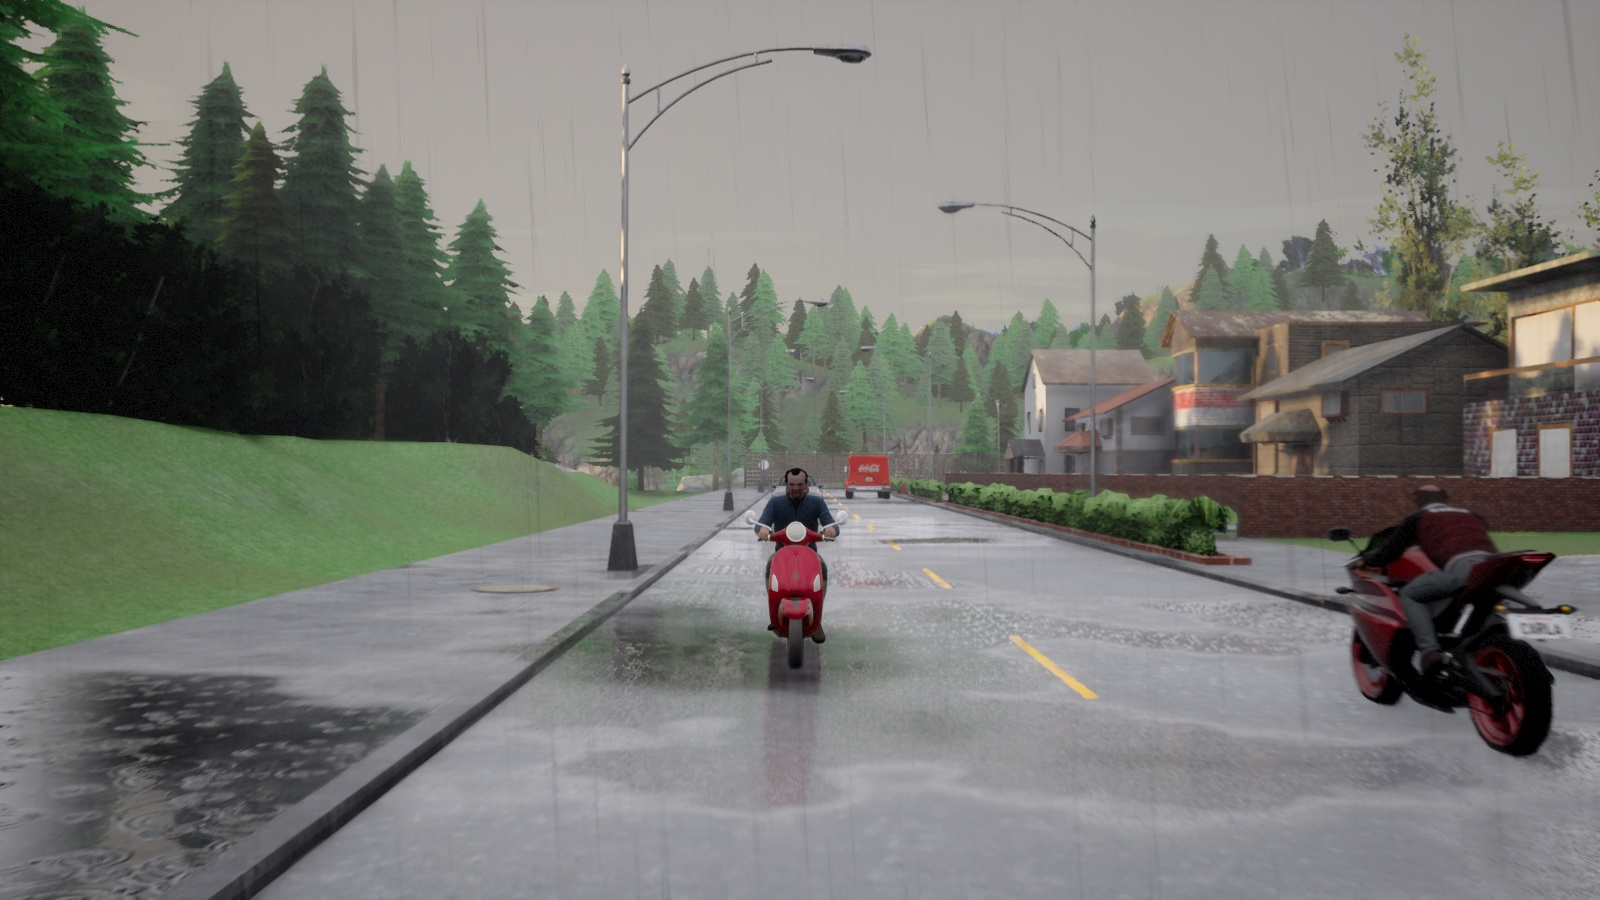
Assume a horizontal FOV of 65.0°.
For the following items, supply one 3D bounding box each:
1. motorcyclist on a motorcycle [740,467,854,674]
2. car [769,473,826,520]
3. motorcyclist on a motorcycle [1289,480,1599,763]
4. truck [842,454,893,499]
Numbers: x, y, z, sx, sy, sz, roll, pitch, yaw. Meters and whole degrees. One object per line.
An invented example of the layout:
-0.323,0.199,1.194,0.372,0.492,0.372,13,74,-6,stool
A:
-0.026,0.946,10.593,0.866,1.590,1.817,0,-1,0,motorcyclist on a motorcycle
-0.084,1.542,42.629,1.816,1.474,4.193,0,-1,0,car
3.981,0.967,7.986,0.866,1.530,2.191,0,-1,0,motorcyclist on a motorcycle
3.868,1.531,72.815,2.627,2.467,5.204,0,-1,0,truck
